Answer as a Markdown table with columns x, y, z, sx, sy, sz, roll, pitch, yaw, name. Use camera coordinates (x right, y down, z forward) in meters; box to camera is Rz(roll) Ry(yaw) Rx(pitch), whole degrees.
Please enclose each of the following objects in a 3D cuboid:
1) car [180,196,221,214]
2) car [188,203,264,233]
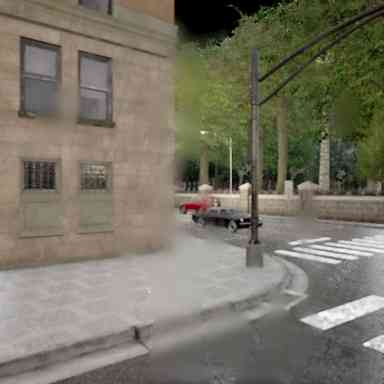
| x | y | z | sx | sy | sz | roll | pitch | yaw | name |
| --- | --- | --- | --- | --- | --- | --- | --- | --- | --- |
| 0.800 | 1.295 | 31.954 | 2.192 | 1.841 | 5.009 | 0 | 0 | -35 | car |
| 2.041 | 1.592 | 20.011 | 1.895 | 1.301 | 4.718 | 0 | 0 | -35 | car |
